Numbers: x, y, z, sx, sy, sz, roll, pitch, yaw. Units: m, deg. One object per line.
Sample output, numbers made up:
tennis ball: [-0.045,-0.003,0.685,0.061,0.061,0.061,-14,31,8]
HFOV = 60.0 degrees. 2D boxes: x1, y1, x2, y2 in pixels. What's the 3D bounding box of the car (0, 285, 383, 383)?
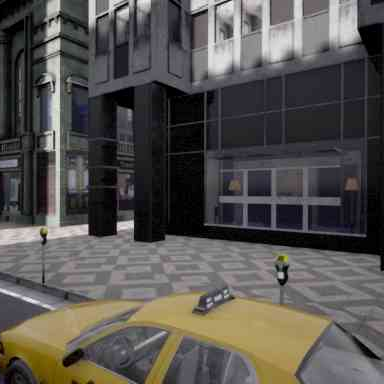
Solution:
car: [-0.021,1.525,2.979,4.829,1.417,1.752,0,0,36]
